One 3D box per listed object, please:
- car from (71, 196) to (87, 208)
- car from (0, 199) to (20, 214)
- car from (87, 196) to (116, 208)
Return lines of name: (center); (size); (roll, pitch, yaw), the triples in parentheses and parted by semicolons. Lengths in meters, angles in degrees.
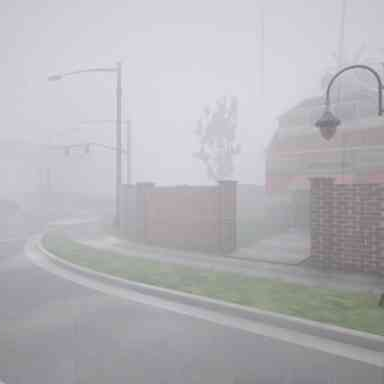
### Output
car: (-14.125, 1.272, 45.640); (1.882, 1.535, 5.008); (0, 1, 37)
car: (-19.511, 1.437, 32.530); (1.837, 1.490, 4.892); (0, 0, 35)
car: (-11.013, 1.389, 43.949); (1.895, 1.301, 4.718); (0, 1, 37)
